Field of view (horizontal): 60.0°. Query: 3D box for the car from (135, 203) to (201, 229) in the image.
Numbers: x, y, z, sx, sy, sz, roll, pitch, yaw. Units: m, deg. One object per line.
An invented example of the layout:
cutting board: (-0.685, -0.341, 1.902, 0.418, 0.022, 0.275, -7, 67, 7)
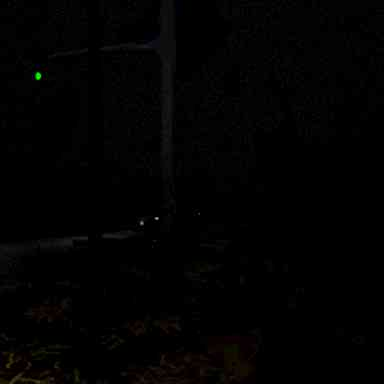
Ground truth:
car: (-1.369, 1.469, 20.493, 2.128, 1.511, 4.902, 0, 0, 35)
